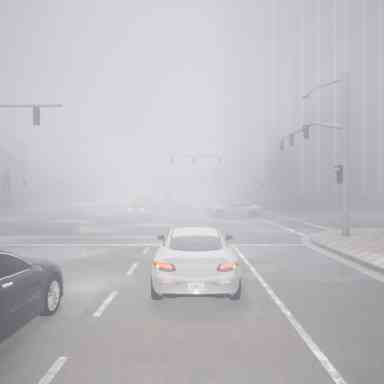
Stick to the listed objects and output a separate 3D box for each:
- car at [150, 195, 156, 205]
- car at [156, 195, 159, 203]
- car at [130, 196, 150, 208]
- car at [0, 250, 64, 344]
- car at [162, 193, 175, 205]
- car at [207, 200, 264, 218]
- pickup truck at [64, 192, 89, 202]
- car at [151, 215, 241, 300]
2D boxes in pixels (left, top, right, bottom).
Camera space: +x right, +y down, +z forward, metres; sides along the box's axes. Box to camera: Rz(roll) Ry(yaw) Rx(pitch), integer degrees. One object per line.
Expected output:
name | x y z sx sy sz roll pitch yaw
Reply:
car | -7.921 1.504 58.019 1.837 1.490 4.892 0 0 -1
car | -7.996 1.352 69.011 2.097 1.767 4.553 0 0 -1
car | -7.796 1.478 48.718 1.882 1.535 5.008 0 0 -1
car | -3.434 1.505 4.603 1.837 1.490 4.892 0 0 1
car | -4.283 1.221 60.730 2.150 2.045 5.566 0 0 -1
car | 3.876 1.525 28.982 4.674 1.442 1.812 0 0 0
pickup truck | -24.637 1.059 70.312 2.390 2.098 6.274 0 0 30
car | 0.080 1.526 8.252 1.812 1.442 4.674 0 0 0
